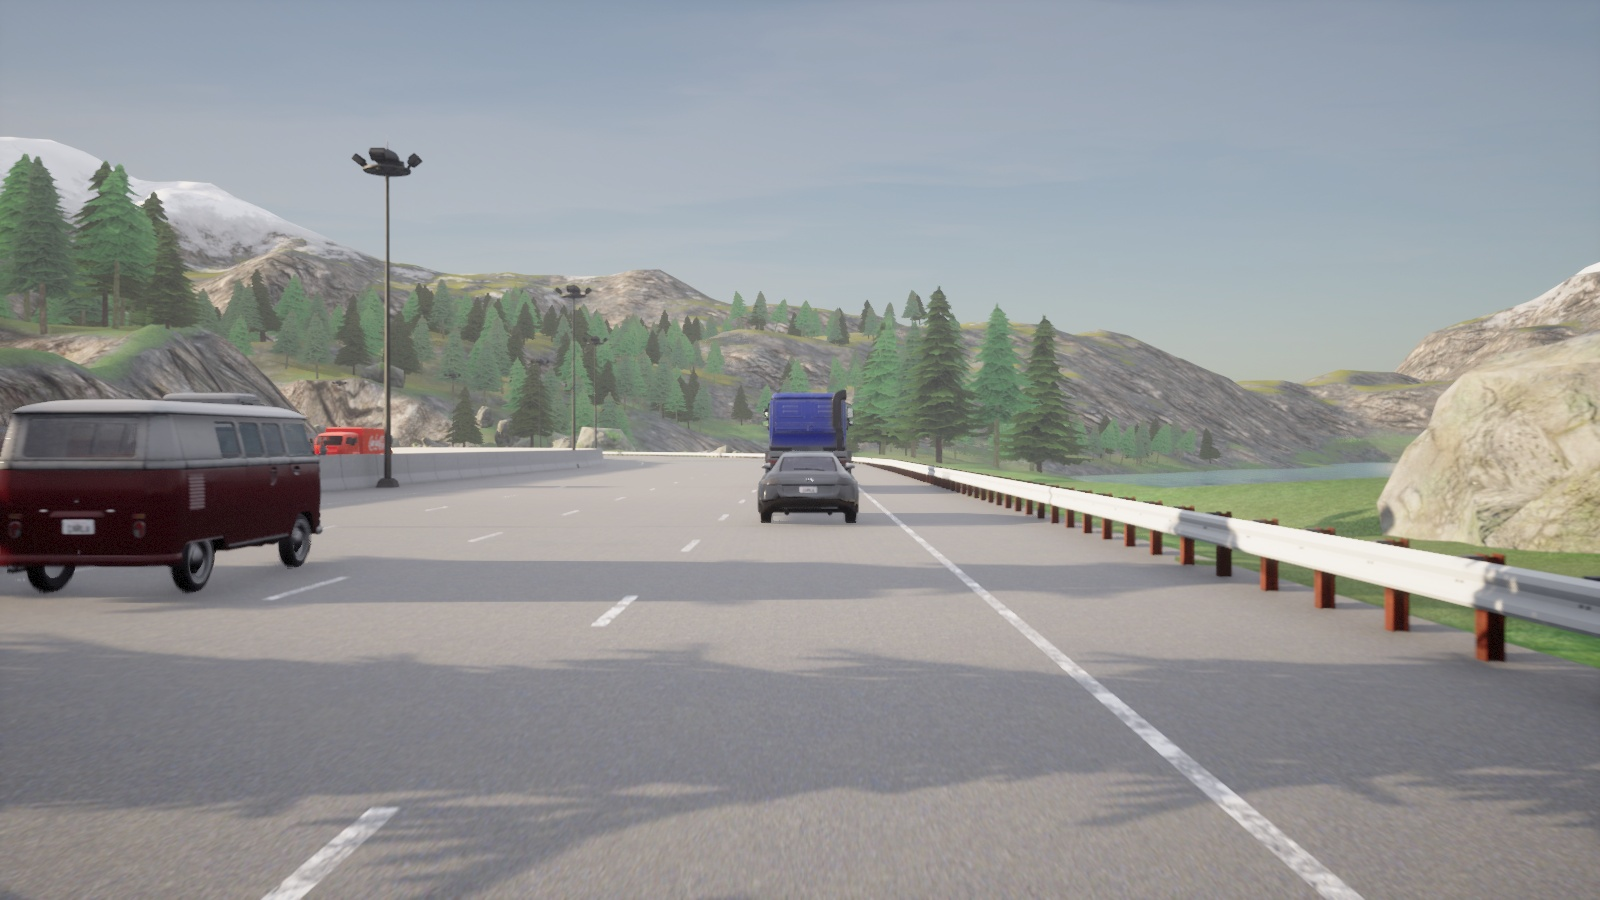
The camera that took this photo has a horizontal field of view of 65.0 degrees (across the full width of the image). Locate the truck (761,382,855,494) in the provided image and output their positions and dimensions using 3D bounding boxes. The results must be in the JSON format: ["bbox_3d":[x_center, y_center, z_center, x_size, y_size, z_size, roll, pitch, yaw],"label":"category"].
[{"bbox_3d":[0.270,-0.399,42.855,2.891,3.462,7.936,0,0,0],"label":"truck"}]

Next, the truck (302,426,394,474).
[{"bbox_3d":[-24.001,-0.015,66.951,2.627,2.467,5.204,0,0,6],"label":"truck"}]

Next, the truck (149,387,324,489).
[{"bbox_3d":[-20.707,-0.431,46.755,2.891,3.462,7.936,0,0,0],"label":"truck"}]

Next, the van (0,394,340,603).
[{"bbox_3d":[-6.901,0.441,14.163,1.775,1.987,4.442,0,0,0],"label":"van"}]

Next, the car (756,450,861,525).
[{"bbox_3d":[0.169,0.712,25.846,1.994,1.385,4.181,0,0,0],"label":"car"}]
